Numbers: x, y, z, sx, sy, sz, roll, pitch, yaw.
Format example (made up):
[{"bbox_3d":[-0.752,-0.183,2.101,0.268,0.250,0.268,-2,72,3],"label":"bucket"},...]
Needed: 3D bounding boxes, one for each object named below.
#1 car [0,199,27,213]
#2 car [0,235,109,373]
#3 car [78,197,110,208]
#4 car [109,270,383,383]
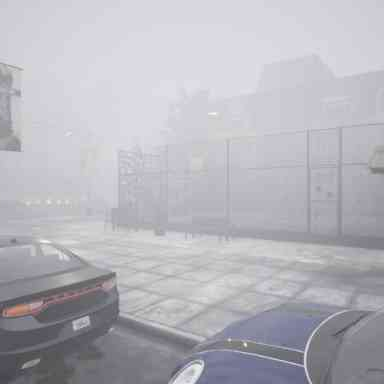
[{"bbox_3d":[-20.043,1.504,35.075,1.837,1.490,4.892,0,0,35],"label":"car"},{"bbox_3d":[-3.394,1.480,5.556,5.008,1.535,2.097,0,0,35],"label":"car"},{"bbox_3d":[-14.475,1.477,49.076,1.882,1.535,5.008,0,0,35],"label":"car"},{"bbox_3d":[1.917,1.354,1.937,4.553,1.767,2.185,0,0,35],"label":"car"}]
